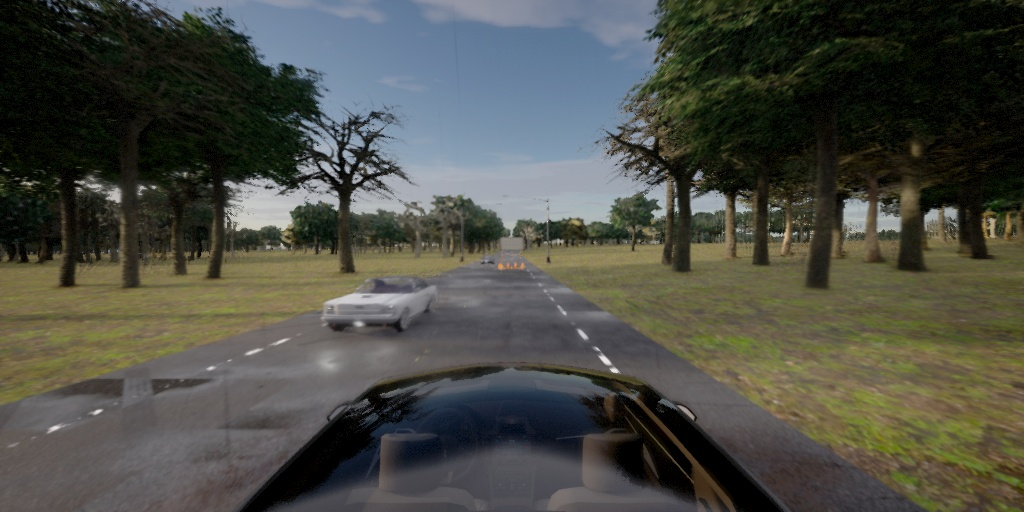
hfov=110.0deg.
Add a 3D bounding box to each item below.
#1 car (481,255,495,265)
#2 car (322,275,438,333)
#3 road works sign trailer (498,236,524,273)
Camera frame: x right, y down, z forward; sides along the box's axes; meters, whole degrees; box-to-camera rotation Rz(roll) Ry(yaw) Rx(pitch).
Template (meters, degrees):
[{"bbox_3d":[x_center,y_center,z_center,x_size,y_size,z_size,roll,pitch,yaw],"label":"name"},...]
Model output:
[{"bbox_3d":[-3.546,0.555,52.987,2.128,1.511,4.902,0,1,1],"label":"car"},{"bbox_3d":[-3.596,1.277,10.653,1.895,1.301,4.718,0,1,0],"label":"car"},{"bbox_3d":[-0.007,-0.170,35.475,2.380,3.560,2.880,0,0,0],"label":"road works sign trailer"}]
